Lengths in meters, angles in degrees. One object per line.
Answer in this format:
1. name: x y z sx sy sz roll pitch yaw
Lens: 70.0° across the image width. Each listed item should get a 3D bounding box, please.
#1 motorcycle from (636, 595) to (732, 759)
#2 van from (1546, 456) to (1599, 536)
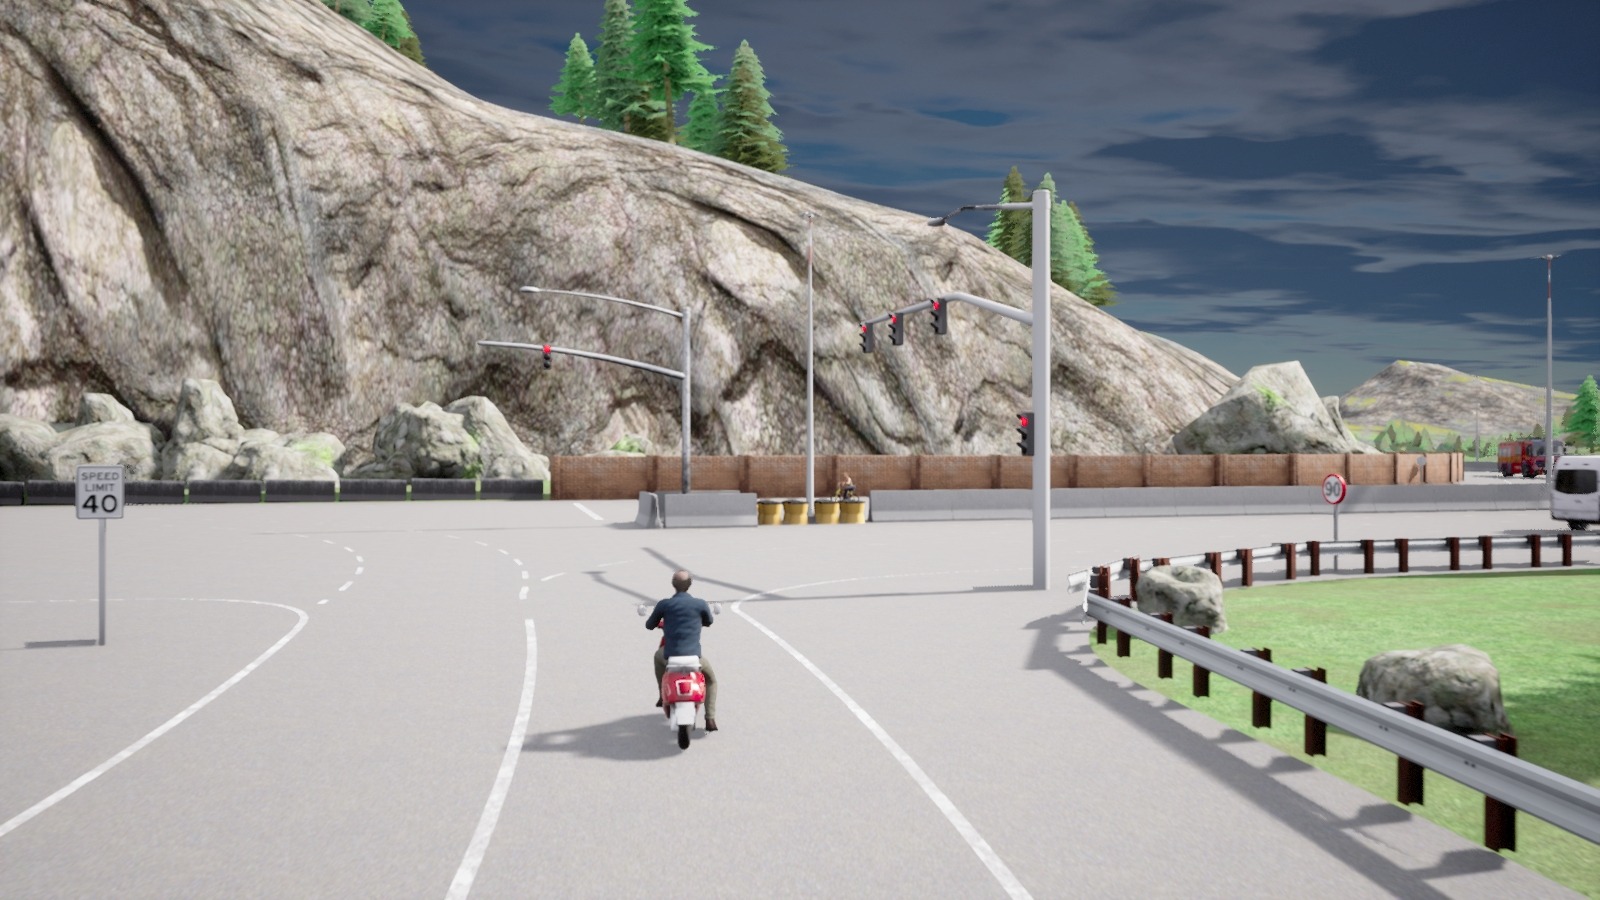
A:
1. motorcycle: -1.178 2.163 11.231 0.856 1.236 1.805 0 0 -8
2. van: 28.328 1.474 38.448 5.915 2.561 1.988 0 0 -16
